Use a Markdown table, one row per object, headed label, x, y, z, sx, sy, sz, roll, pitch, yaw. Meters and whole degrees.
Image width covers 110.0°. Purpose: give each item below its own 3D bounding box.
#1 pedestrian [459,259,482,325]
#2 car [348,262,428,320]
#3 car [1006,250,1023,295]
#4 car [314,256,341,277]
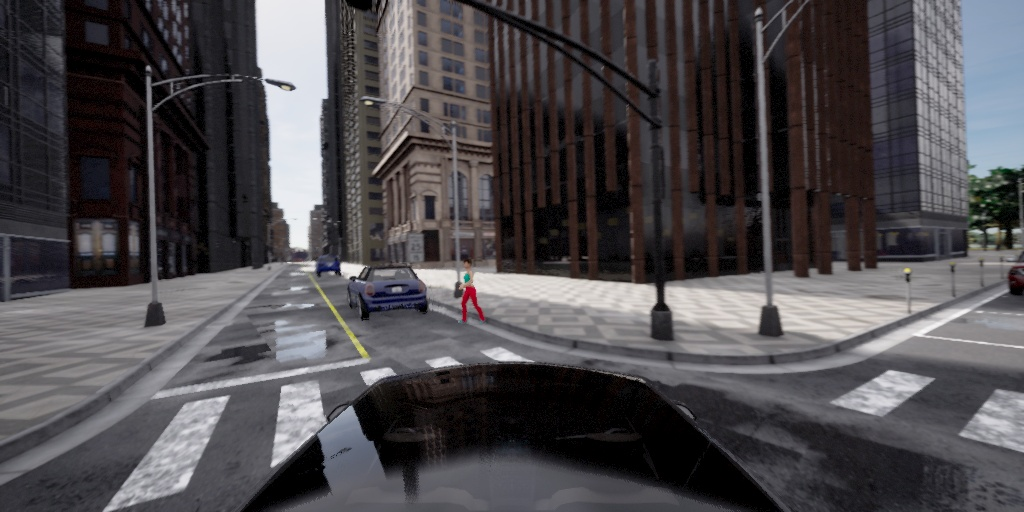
| label | x | y | z | sx | sy | sz | roll | pitch | yaw |
| --- | --- | --- | --- | --- | --- | --- | --- | --- | --- |
| pedestrian | -1.164 | 0.972 | 9.933 | 0.375 | 1.860 | 0.375 | 0 | -1 | -31 |
| car | -4.642 | 1.075 | 13.005 | 2.097 | 1.767 | 4.553 | -2 | 1 | -30 |
| car | 21.335 | 0.531 | 14.004 | 5.009 | 1.841 | 2.192 | 0 | 0 | -31 |
| car | -19.279 | 1.013 | 37.562 | 2.150 | 2.045 | 5.566 | -2 | 1 | -31 |
